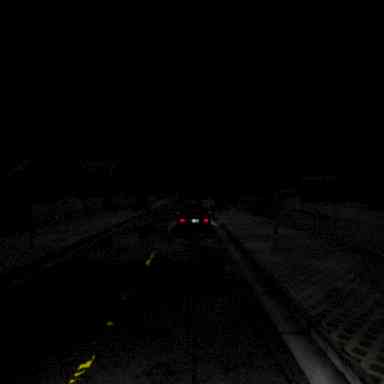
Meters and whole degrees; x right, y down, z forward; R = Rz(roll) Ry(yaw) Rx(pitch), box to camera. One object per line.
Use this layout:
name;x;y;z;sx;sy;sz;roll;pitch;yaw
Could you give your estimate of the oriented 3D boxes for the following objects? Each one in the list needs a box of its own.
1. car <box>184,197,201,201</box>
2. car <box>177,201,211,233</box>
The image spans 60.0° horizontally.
car;0.114;1.392;41.481;2.128;1.511;4.902;0;0;0
car;0.107;1.478;18.990;2.033;1.411;5.357;0;0;0
